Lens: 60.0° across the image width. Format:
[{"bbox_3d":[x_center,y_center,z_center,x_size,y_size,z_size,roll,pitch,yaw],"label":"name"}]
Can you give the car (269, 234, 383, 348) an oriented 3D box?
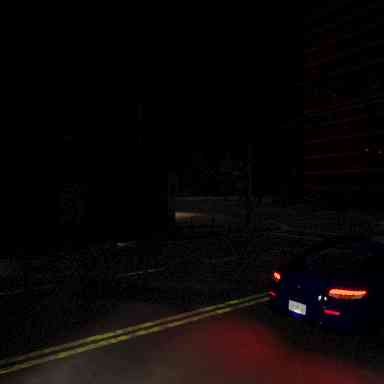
[{"bbox_3d":[3.421,1.526,6.208,4.674,1.442,1.812,0,0,-35],"label":"car"}]
